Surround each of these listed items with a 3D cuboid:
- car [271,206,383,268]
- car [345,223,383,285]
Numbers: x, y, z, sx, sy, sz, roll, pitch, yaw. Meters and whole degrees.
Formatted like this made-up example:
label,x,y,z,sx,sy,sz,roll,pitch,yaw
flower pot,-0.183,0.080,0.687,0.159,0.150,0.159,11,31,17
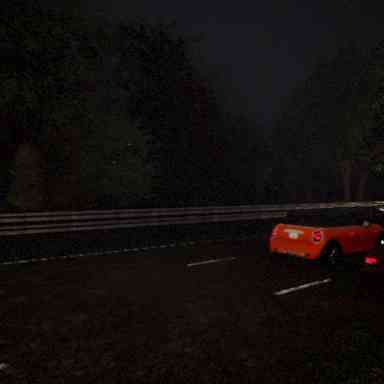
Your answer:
label,x,y,z,sx,sy,sz,roll,pitch,yaw
car,4.865,1.359,11.518,4.553,1.767,2.097,0,0,-36
car,6.277,1.555,8.225,5.357,1.411,2.033,0,0,-35
